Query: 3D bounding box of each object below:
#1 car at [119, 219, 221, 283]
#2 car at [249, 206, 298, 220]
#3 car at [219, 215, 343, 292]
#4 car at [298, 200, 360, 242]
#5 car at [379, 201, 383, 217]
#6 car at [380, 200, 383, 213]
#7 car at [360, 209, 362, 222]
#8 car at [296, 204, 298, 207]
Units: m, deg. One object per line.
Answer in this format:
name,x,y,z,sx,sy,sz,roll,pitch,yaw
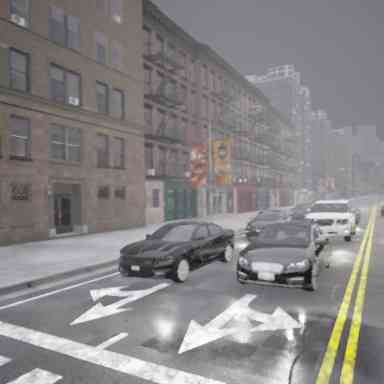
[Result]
car,-0.238,1.702,10.739,1.882,1.535,5.008,-2,-1,29
car,4.645,1.813,19.446,1.837,1.490,4.892,-2,-1,29
car,2.848,1.639,9.595,2.128,1.511,4.902,-2,-1,29
car,7.670,1.452,18.221,2.150,2.045,5.566,-2,-1,29
car,21.057,1.809,35.167,2.128,1.511,4.902,-2,-1,30
car,25.676,1.870,43.477,1.882,1.535,5.008,-2,-1,29
car,12.791,1.793,27.320,1.882,1.535,5.008,-2,-1,29
car,9.648,1.744,28.361,2.097,1.767,4.553,-2,-1,30
